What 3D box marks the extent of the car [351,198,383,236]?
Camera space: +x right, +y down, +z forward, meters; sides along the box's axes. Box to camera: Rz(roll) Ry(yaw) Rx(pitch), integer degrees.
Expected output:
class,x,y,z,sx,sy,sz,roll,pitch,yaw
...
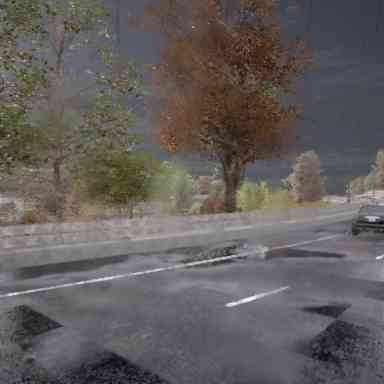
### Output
class,x,y,z,sx,sy,sz,roll,pitch,yaw
car,10.307,1.381,17.797,2.097,1.767,4.553,0,0,45
